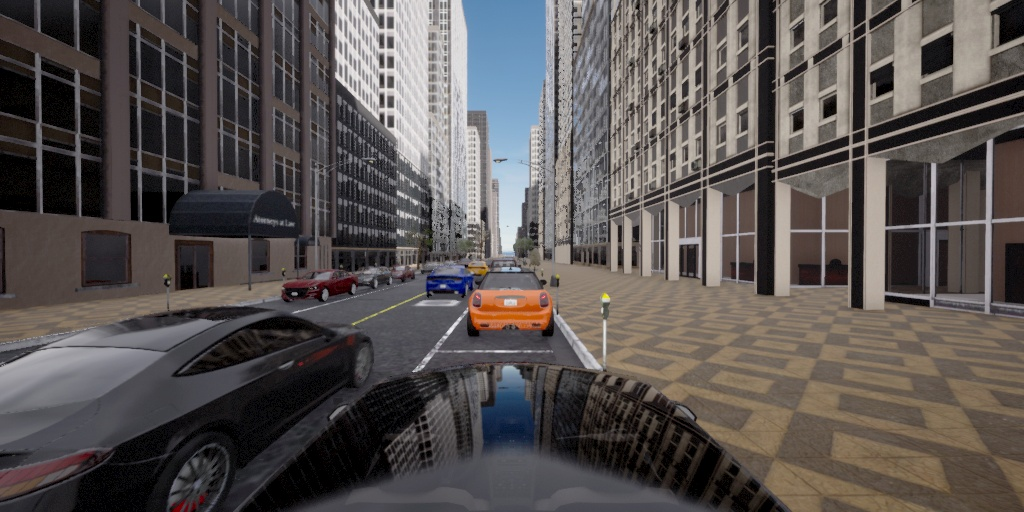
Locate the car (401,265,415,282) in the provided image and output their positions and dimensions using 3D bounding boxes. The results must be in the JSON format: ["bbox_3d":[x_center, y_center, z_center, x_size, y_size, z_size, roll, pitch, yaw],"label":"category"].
[{"bbox_3d":[-8.837,1.327,28.206,1.802,1.307,4.207,0,0,0],"label":"car"}]

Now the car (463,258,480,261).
[{"bbox_3d":[-3.115,1.221,33.831,1.882,1.535,5.008,0,0,1],"label":"car"}]

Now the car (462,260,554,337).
[{"bbox_3d":[-0.033,1.101,10.471,2.097,1.767,4.553,0,0,0],"label":"car"}]

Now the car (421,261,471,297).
[{"bbox_3d":[-3.114,1.224,18.832,1.882,1.535,5.008,0,0,1],"label":"car"}]

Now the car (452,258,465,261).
[{"bbox_3d":[-6.166,1.092,47.215,2.097,1.767,4.553,0,0,0],"label":"car"}]

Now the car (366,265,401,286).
[{"bbox_3d":[-8.838,1.297,22.523,2.007,1.370,4.403,0,0,0],"label":"car"}]

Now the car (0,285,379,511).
[{"bbox_3d":[-3.146,1.275,3.883,1.812,1.442,4.674,0,0,0],"label":"car"}]

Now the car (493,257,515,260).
[{"bbox_3d":[-0.457,1.061,22.523,2.192,1.841,5.009,0,0,0],"label":"car"}]

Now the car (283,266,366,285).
[{"bbox_3d":[-8.837,1.292,16.839,1.888,1.381,4.507,0,0,0],"label":"car"}]
